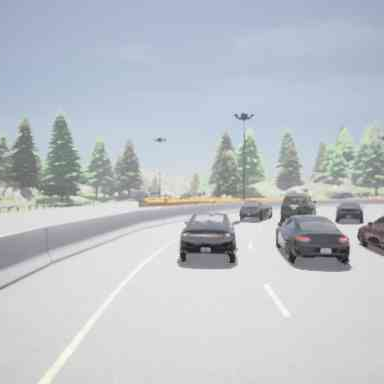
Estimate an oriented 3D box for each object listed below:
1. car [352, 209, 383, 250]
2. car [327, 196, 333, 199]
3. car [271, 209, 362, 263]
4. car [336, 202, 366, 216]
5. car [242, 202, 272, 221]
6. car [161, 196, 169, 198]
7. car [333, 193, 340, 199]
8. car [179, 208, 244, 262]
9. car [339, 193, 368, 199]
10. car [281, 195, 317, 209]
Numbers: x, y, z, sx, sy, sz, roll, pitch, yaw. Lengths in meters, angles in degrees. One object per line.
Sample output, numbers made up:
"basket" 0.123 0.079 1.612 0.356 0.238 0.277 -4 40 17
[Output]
"car" 7.730 1.551 12.281 1.812 1.442 4.674 0 0 9
"car" 32.834 1.182 73.845 5.566 2.045 2.150 -1 0 -15
"car" 4.156 1.550 11.952 1.812 1.442 4.674 0 0 7
"car" 12.535 1.556 26.294 1.837 1.490 4.892 -1 0 28
"car" 5.432 1.545 27.742 2.128 1.511 4.902 0 0 26
"car" -7.412 1.709 91.510 2.128 1.511 4.902 0 0 13
"car" 32.852 1.481 70.242 4.674 1.442 1.812 -1 0 -15
"car" 0.702 1.517 12.350 2.128 1.511 4.902 0 0 7
"car" 32.836 1.437 66.632 5.008 1.535 1.882 -1 0 -15
"car" 8.441 1.271 26.139 2.150 2.045 5.566 0 0 26
